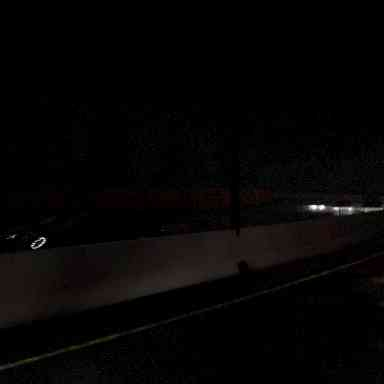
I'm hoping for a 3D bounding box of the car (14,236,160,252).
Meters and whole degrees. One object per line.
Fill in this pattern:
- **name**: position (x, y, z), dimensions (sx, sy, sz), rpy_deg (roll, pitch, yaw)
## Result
- **car**: position (-3.128, 1.351, 10.642), dimensions (4.553, 1.767, 2.097), rpy_deg (0, 0, -39)
